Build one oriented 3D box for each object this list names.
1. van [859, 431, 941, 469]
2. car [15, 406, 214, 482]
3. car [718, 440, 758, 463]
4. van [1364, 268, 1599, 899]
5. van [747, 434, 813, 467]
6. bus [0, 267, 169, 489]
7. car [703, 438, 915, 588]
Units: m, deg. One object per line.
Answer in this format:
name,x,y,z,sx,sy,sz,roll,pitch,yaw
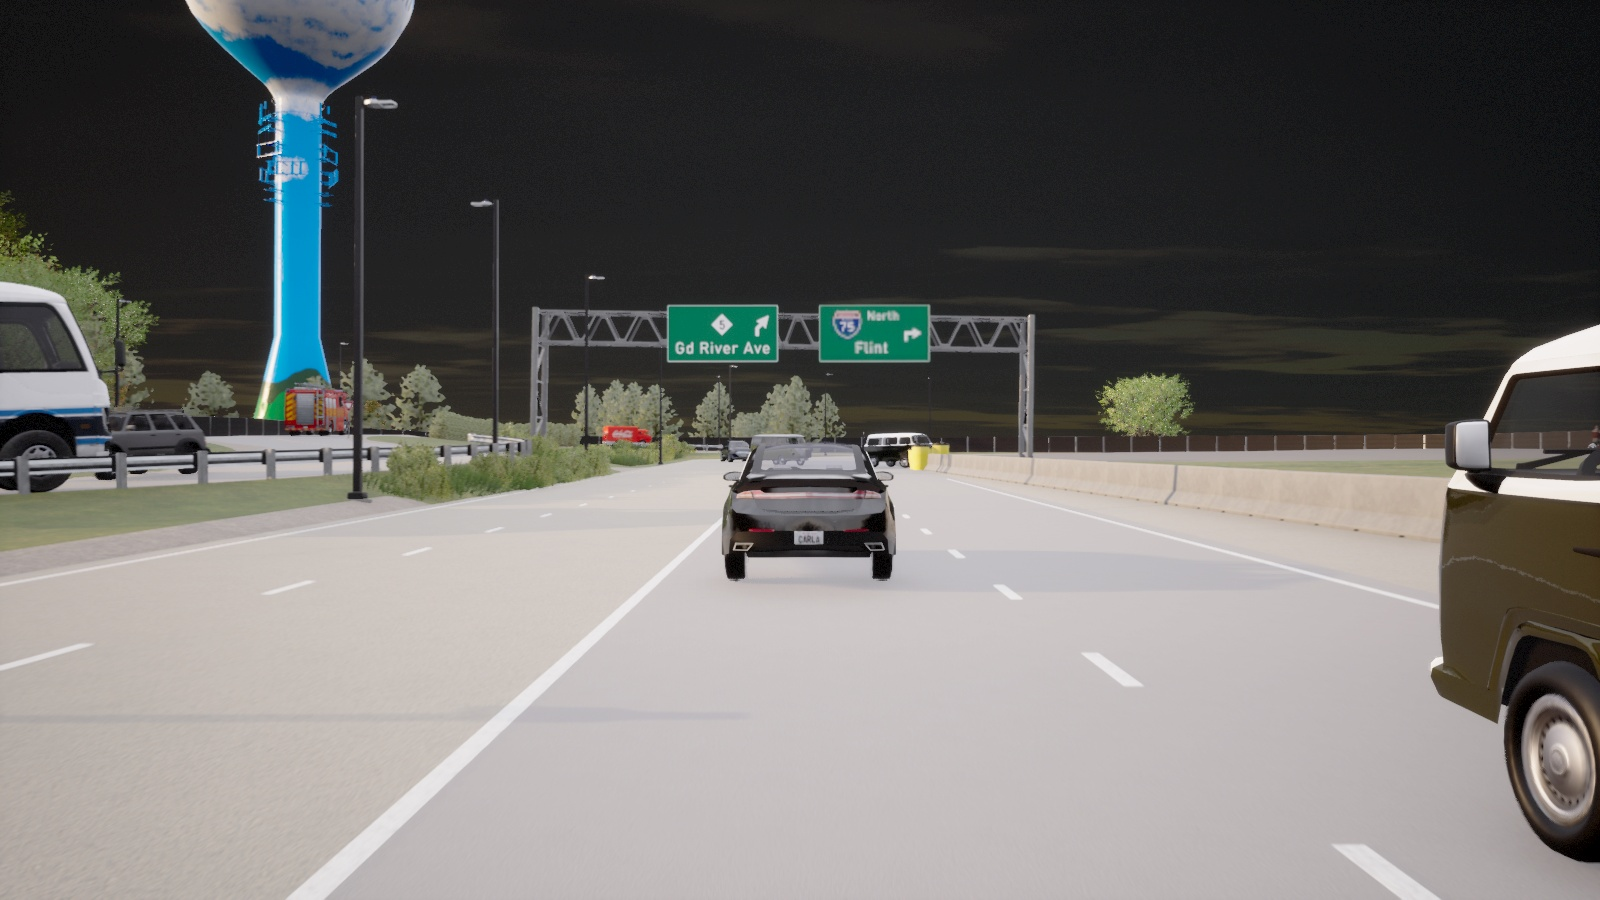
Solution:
van,5.789,0.026,73.309,2.069,2.038,4.480,-2,0,-44
car,-17.815,-0.218,32.927,1.932,1.855,4.605,0,2,14
car,-4.581,0.069,92.603,2.033,1.649,4.856,0,0,-14
van,3.535,0.455,3.341,2.069,2.038,4.480,0,0,0
van,-1.297,-0.008,79.497,1.775,1.987,4.442,0,1,-38
bus,-18.402,-1.198,24.189,10.273,4.253,3.944,-4,0,-40
car,0.102,0.619,15.063,2.128,1.511,4.902,0,0,0
